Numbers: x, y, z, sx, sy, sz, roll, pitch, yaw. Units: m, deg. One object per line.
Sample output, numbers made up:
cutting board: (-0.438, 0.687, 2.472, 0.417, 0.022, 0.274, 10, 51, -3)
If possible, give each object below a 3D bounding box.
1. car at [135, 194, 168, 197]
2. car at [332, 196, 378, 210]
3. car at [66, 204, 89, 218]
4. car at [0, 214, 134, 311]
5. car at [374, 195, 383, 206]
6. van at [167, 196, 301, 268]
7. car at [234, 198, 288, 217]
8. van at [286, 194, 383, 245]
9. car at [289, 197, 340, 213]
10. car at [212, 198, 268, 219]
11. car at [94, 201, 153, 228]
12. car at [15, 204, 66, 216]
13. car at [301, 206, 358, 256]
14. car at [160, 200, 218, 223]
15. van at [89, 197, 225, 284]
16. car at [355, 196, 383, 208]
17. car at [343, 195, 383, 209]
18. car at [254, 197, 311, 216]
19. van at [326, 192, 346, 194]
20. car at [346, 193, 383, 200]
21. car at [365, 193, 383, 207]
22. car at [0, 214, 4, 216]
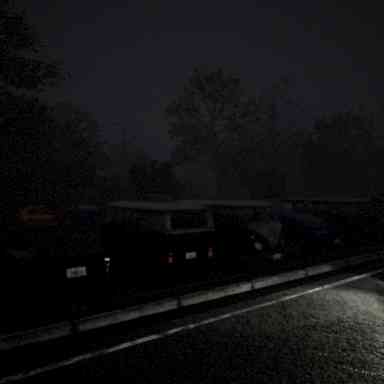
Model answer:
car: (-2.603, 1.199, 24.761, 2.435, 2.045, 5.566, 0, 0, -36)
car: (19.961, 1.297, 40.924, 2.002, 1.452, 4.674, 0, 0, -36)
car: (-7.132, 1.487, 21.552, 2.097, 1.535, 5.008, 0, 0, -36)
car: (-3.511, 1.541, 8.104, 2.163, 1.488, 4.792, 0, 0, -36)
car: (28.988, 1.183, 47.389, 2.097, 1.535, 5.008, 0, 0, -36)
van: (1.131, 1.256, 11.244, 1.878, 1.987, 4.442, -1, 0, -36)
car: (6.396, 1.403, 31.266, 2.163, 1.488, 4.792, 0, 0, -36)
van: (5.560, 1.218, 14.697, 1.878, 1.987, 4.442, 0, 0, -36)
car: (13.204, 1.345, 36.062, 2.163, 1.488, 4.792, 0, 0, -36)
car: (4.152, 1.393, 29.633, 2.231, 1.521, 4.892, 0, 0, -36)
car: (-4.872, 1.471, 23.167, 2.231, 1.521, 4.892, 0, 0, -36)
car: (-9.502, 1.498, 20.091, 1.946, 1.575, 5.366, 0, 0, -36)
car: (3.351, 1.464, 12.968, 2.097, 1.535, 5.008, 0, 0, -36)
car: (-0.364, 1.431, 26.404, 2.097, 1.535, 5.008, 0, 0, -36)
van: (-1.283, 1.271, 9.805, 1.878, 1.987, 4.442, 0, 0, -36)
car: (24.477, 1.260, 44.154, 2.002, 1.452, 4.674, 0, 0, -36)
car: (22.221, 1.238, 42.538, 2.097, 1.535, 5.008, 0, 0, -36)
car: (8.778, 1.351, 32.705, 1.946, 1.575, 5.366, 0, 0, -36)
van: (17.633, 1.051, 39.407, 1.878, 1.987, 4.442, 0, 0, -36)
car: (12.485, 1.134, 19.470, 2.435, 2.045, 5.566, 0, 0, -36)
car: (26.715, 1.076, 45.795, 2.185, 1.767, 4.553, 0, 0, -36)
car: (-11.632, 1.545, 18.305, 2.163, 1.488, 4.792, 0, 0, -36)
